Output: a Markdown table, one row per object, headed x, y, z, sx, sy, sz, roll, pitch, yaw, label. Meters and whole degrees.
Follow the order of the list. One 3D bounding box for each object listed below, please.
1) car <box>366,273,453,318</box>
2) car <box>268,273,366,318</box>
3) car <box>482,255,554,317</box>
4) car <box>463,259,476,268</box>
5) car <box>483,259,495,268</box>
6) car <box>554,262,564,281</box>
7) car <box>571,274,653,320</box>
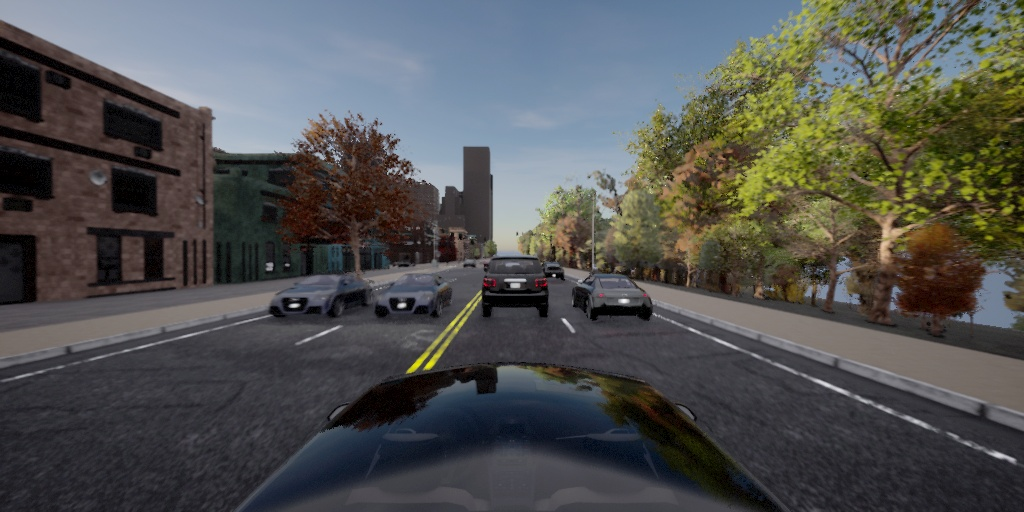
| x | y | z | sx | sy | sz | roll | pitch | yaw | label |
| --- | --- | --- | --- | --- | --- | --- | --- | --- | --- |
| -3.354 | 1.318 | 12.935 | 1.994 | 1.385 | 4.181 | 0 | 0 | 0 | car |
| -6.604 | 1.318 | 12.884 | 1.994 | 1.385 | 4.181 | 0 | 0 | 0 | car |
| 0.100 | 0.976 | 13.382 | 2.150 | 2.045 | 5.566 | 0 | 0 | 0 | car |
| -7.103 | 1.254 | 60.648 | 1.882 | 1.535 | 5.008 | 0 | 0 | -1 | car |
| -3.854 | 1.254 | 60.698 | 1.882 | 1.535 | 5.008 | 0 | 0 | -1 | car |
| 3.240 | 1.265 | 30.353 | 1.837 | 1.490 | 4.892 | 0 | 0 | -1 | car |
| 3.349 | 1.318 | 12.719 | 1.994 | 1.385 | 4.181 | 0 | 0 | 0 | car |
